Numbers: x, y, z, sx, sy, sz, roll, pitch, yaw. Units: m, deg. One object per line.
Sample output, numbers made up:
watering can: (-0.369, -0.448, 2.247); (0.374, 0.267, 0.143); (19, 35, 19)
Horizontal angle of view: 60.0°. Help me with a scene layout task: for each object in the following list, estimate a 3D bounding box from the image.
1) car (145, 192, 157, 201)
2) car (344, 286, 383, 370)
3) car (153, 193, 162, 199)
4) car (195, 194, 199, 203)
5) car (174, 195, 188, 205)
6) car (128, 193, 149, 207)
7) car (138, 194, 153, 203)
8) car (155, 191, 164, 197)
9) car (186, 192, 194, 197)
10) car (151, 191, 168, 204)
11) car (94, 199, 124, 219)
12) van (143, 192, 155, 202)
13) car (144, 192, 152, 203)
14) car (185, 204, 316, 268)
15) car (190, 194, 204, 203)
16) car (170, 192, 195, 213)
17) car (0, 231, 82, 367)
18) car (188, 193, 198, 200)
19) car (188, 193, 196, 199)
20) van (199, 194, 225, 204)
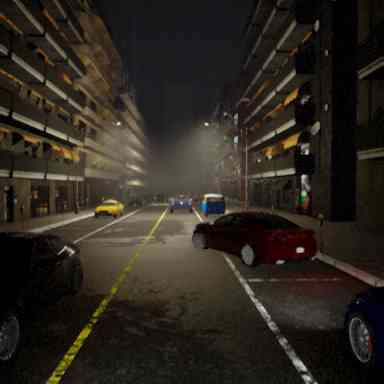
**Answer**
car: (-7.983, 0.883, 65.691); (1.967, 1.590, 4.097); (0, 0, -2)
car: (3.072, 1.503, 2.698); (1.812, 1.442, 4.674); (0, 0, -2)
car: (-8.561, 0.875, 82.252); (1.947, 1.339, 4.313); (0, 0, -2)
car: (0.973, 1.132, 49.412); (2.008, 1.369, 4.403); (0, 0, -2)
car: (-1.576, 1.155, 48.168); (1.994, 1.385, 4.181); (0, 1, -2)
car: (-7.210, 1.190, 43.612); (1.947, 1.339, 4.313); (0, 0, -2)
car: (-7.597, 1.078, 54.652); (1.887, 1.381, 4.507); (0, 0, -2)
car: (-8.949, 0.537, 93.289); (2.192, 1.841, 5.009); (0, 0, -2)
car: (-0.571, 0.770, 93.570); (1.887, 1.381, 4.507); (-1, 0, -2)
car: (-4.871, 0.905, 52.288); (2.097, 1.767, 4.553); (0, 1, -2)
car: (-6.626, 1.290, 26.883); (1.752, 1.417, 4.829); (0, 0, -2)
van: (-7.791, 0.829, 60.171); (1.690, 1.788, 3.998); (0, 0, -2)
car: (-7.403, 1.123, 49.132); (1.887, 1.381, 4.507); (0, 0, -2)
car: (1.796, 1.381, 11.143); (1.882, 1.535, 5.008); (0, 1, -26)
car: (0.780, 1.087, 54.931); (2.008, 1.369, 4.403); (-1, 0, -2)
car: (-1.062, 1.066, 33.399); (2.097, 1.767, 4.553); (0, 1, -2)
car: (-3.287, 1.472, 5.768); (1.812, 1.442, 4.674); (0, 0, -2)
car: (0.201, 0.952, 71.492); (2.008, 1.369, 4.403); (-1, 0, -2)
car: (0.002, 0.881, 77.182); (1.752, 1.417, 4.829); (-1, 0, -2)
van: (1.743, 1.107, 27.332); (1.690, 1.788, 3.998); (0, 0, -2)
